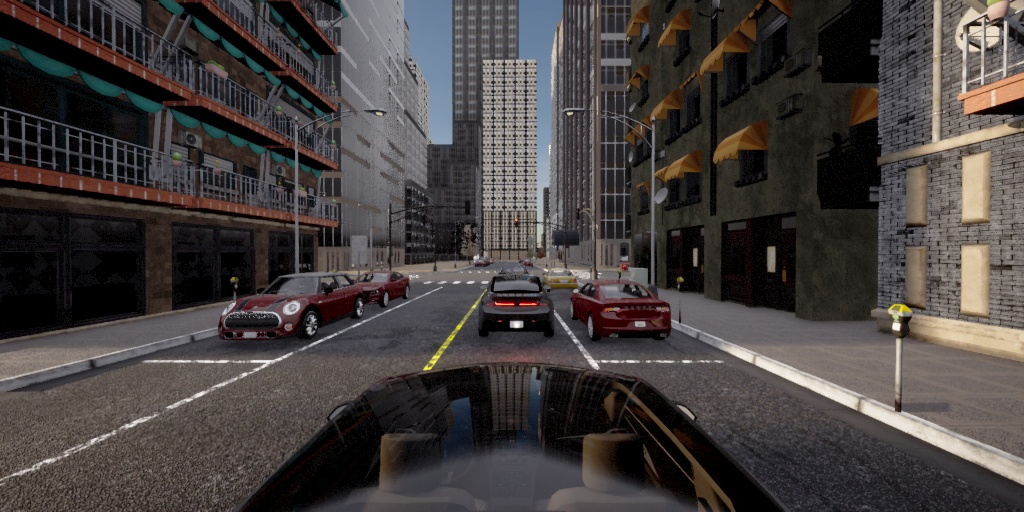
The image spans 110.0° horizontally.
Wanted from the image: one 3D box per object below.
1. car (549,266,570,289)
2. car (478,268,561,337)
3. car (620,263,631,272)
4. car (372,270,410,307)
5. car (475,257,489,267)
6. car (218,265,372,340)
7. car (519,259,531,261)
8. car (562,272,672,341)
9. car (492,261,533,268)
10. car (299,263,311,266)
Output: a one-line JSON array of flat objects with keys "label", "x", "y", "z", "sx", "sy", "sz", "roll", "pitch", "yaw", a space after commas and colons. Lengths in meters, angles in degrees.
[{"label": "car", "x": 2.707, "y": 1.272, "z": 20.965, "sx": 1.751, "sy": 1.417, "sz": 4.829, "roll": 0, "pitch": 0, "yaw": 0}, {"label": "car", "x": 0.108, "y": 1.253, "z": 10.299, "sx": 1.837, "sy": 1.490, "sz": 4.892, "roll": 0, "pitch": 0, "yaw": 0}, {"label": "car", "x": 14.299, "y": 1.005, "z": 39.926, "sx": 4.507, "sy": 1.381, "sz": 1.888, "roll": 0, "pitch": 0, "yaw": 0}, {"label": "car", "x": -5.679, "y": 1.293, "z": 15.294, "sx": 1.888, "sy": 1.381, "sz": 4.507, "roll": 0, "pitch": 0, "yaw": 0}, {"label": "car", "x": -5.631, "y": 1.291, "z": 64.330, "sx": 1.888, "sy": 1.381, "sz": 4.507, "roll": 0, "pitch": 0, "yaw": 0}, {"label": "car", "x": -5.684, "y": 1.188, "z": 9.770, "sx": 1.967, "sy": 1.591, "sz": 4.097, "roll": 0, "pitch": 0, "yaw": 0}, {"label": "car", "x": 2.749, "y": 1.186, "z": 64.321, "sx": 1.967, "sy": 1.591, "sz": 4.097, "roll": 0, "pitch": 0, "yaw": 0}, {"label": "car", "x": 2.697, "y": 1.294, "z": 9.748, "sx": 1.888, "sy": 1.381, "sz": 4.507, "roll": 0, "pitch": 0, "yaw": 0}, {"label": "car", "x": 0.116, "y": 1.239, "z": 20.433, "sx": 2.128, "sy": 1.511, "sz": 4.902, "roll": 0, "pitch": 0, "yaw": 0}, {"label": "car", "x": -23.799, "y": 1.494, "z": 39.642, "sx": 4.097, "sy": 1.591, "sz": 1.967, "roll": 0, "pitch": 0, "yaw": 0}]
